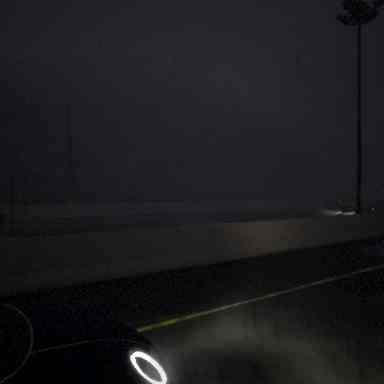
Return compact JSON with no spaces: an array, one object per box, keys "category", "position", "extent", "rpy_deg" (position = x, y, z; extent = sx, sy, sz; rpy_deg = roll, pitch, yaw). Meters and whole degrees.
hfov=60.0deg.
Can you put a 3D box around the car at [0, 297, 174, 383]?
[{"category":"car","position":[-2.307,1.352,2.101],"extent":[4.553,1.767,2.097],"rpy_deg":[0,0,-35]}]
